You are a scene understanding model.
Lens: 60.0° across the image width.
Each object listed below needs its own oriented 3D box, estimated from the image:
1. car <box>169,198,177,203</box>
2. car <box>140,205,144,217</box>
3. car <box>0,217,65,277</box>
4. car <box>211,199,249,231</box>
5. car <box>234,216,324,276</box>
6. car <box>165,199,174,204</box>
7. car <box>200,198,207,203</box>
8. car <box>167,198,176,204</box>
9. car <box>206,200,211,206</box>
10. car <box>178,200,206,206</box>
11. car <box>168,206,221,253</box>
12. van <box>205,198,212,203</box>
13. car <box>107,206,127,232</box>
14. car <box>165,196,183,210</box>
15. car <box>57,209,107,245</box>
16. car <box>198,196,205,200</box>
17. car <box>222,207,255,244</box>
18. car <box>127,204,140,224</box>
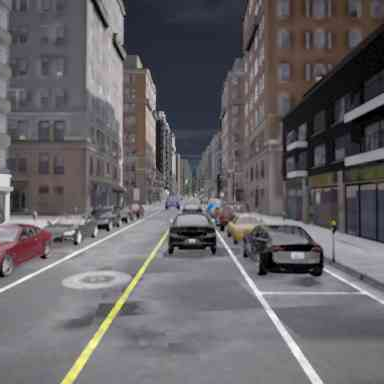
[{"bbox_3d":[-5.324,2.416,93.379,2.008,1.369,4.403,1,-1,1],"label":"car"},{"bbox_3d":[-5.825,1.858,33.212,1.887,1.381,4.507,1,-1,0],"label":"car"},{"bbox_3d":[-5.843,1.682,10.520,1.802,1.307,4.206,1,-1,0],"label":"car"},{"bbox_3d":[2.694,1.522,21.859,2.192,1.841,5.009,1,-1,0],"label":"car"},{"bbox_3d":[2.683,1.666,10.509,1.947,1.339,4.313,1,-1,0],"label":"car"},{"bbox_3d":[-5.474,2.347,82.321,1.802,1.307,4.206,1,-1,1],"label":"car"},{"bbox_3d":[3.200,2.414,93.271,2.008,1.369,4.403,1,-1,1],"label":"car"},{"bbox_3d":[-5.399,2.381,87.850,1.947,1.339,4.313,1,-1,1],"label":"car"},{"bbox_3d":[2.701,1.840,33.373,1.752,1.417,4.829,1,-1,0],"label":"car"},{"bbox_3d":[0.027,1.756,29.485,1.882,1.535,5.008,0,0,0],"label":"car"},{"bbox_3d":[0.016,1.615,14.469,1.882,1.535,5.008,0,0,0],"label":"car"},{"bbox_3d":[2.707,1.707,38.877,1.690,1.788,3.998,1,-1,0],"label":"van"},{"bbox_3d":[-5.834,1.773,21.867,1.947,1.339,4.313,1,-1,0],"label":"car"},{"bbox_3d":[-2.962,1.690,51.710,2.150,2.045,5.566,0,-1,0],"label":"car"},{"bbox_3d":[-5.838,1.705,16.193,2.008,1.369,4.403,1,-1,0],"label":"car"},{"bbox_3d":[3.051,2.329,82.210,1.947,1.339,4.313,1,-1,1],"label":"car"},{"bbox_3d":[2.688,1.681,16.353,1.752,1.417,4.829,1,-1,0],"label":"car"},{"bbox_3d":[-5.830,1.826,27.539,1.947,1.339,4.313,1,-1,0],"label":"car"}]
